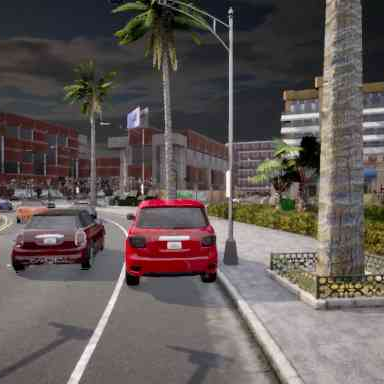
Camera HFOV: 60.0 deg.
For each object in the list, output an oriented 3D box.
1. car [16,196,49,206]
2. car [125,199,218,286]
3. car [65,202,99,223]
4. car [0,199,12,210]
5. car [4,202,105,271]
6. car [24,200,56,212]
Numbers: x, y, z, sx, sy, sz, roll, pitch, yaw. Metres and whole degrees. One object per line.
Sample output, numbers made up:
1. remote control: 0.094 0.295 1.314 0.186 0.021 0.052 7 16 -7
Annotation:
1. car: -12.165 1.344 25.353 2.097 1.767 4.553 0 0 -26
2. car: -0.718 1.220 9.685 2.150 2.045 5.566 0 0 -7
3. car: -8.849 1.558 26.489 1.994 1.385 4.181 0 0 -26
4. car: -22.432 1.508 38.469 4.674 1.442 1.812 0 0 42
5. car: -4.191 1.350 11.146 2.097 1.767 4.553 0 0 -9
6. car: -17.867 1.587 39.007 1.895 1.301 4.718 0 0 -45
